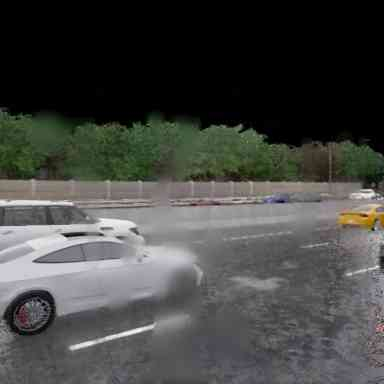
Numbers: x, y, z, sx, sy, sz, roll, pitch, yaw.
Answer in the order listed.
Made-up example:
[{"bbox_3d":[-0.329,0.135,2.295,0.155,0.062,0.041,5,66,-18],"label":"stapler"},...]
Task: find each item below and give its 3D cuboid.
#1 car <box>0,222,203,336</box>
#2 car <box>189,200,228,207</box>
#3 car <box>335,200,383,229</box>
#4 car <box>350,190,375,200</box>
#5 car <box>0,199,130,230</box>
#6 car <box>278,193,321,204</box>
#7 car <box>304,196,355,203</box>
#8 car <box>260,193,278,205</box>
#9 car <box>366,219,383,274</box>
[{"bbox_3d":[-1.955,1.525,6.646,4.674,1.442,1.812,0,0,-35],"label":"car"},{"bbox_3d":[2.011,1.568,39.716,4.718,1.301,1.895,0,0,-35],"label":"car"},{"bbox_3d":[10.905,1.463,20.049,5.008,1.535,1.882,0,0,-35],"label":"car"},{"bbox_3d":[30.445,0.636,59.489,5.566,2.045,2.150,-2,1,-35],"label":"car"},{"bbox_3d":[-4.121,1.221,9.402,5.566,2.045,2.150,0,0,-35],"label":"car"},{"bbox_3d":[13.082,1.113,38.942,5.566,2.045,2.150,-1,0,-35],"label":"car"},{"bbox_3d":[14.873,1.442,35.927,5.357,1.411,2.033,-1,0,-35],"label":"car"},{"bbox_3d":[11.079,1.113,41.811,5.566,2.045,2.150,-1,0,-35],"label":"car"},{"bbox_3d":[6.764,1.502,8.670,4.892,1.490,1.837,0,0,-35],"label":"car"}]
